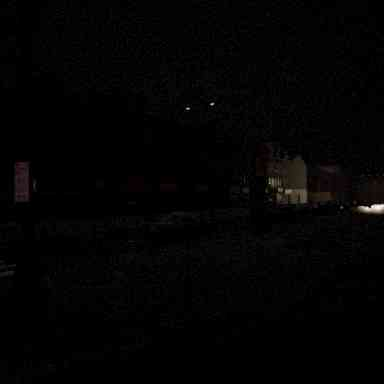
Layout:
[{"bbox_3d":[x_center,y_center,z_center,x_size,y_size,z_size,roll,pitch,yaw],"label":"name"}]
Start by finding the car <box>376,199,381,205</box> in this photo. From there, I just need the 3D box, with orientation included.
[{"bbox_3d":[44.988,2.458,81.039,2.008,1.369,4.403,-2,-2,35],"label":"car"}]

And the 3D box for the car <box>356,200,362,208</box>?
[{"bbox_3d":[25.488,2.011,53.491,2.008,1.369,4.403,-1,-1,35],"label":"car"}]

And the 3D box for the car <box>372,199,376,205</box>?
[{"bbox_3d":[35.238,2.209,67.266,1.887,1.381,4.507,-1,-2,35],"label":"car"}]

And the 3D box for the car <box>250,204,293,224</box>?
[{"bbox_3d":[5.987,1.713,25.941,1.947,1.339,4.313,-1,-1,35],"label":"car"}]

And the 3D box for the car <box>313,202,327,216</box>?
[{"bbox_3d":[12.488,1.819,35.124,1.802,1.307,4.206,-1,-1,35],"label":"car"}]

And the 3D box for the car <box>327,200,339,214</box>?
[{"bbox_3d":[15.737,1.832,39.716,1.887,1.381,4.507,-1,-1,35],"label":"car"}]

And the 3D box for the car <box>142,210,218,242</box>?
[{"bbox_3d":[-0.415,1.597,16.896,1.752,1.417,4.829,-1,-1,35],"label":"car"}]

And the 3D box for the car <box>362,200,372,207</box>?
[{"bbox_3d":[31.989,2.144,62.675,2.008,1.369,4.403,-1,-1,35],"label":"car"}]

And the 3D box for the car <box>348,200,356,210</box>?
[{"bbox_3d":[22.238,1.950,48.900,2.008,1.369,4.403,-1,-1,35],"label":"car"}]

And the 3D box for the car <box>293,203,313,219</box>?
[{"bbox_3d":[9.237,1.741,30.533,2.008,1.369,4.403,-1,-1,35],"label":"car"}]

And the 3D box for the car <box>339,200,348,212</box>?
[{"bbox_3d":[18.987,1.782,44.310,1.967,1.590,4.097,-1,-1,35],"label":"car"}]
